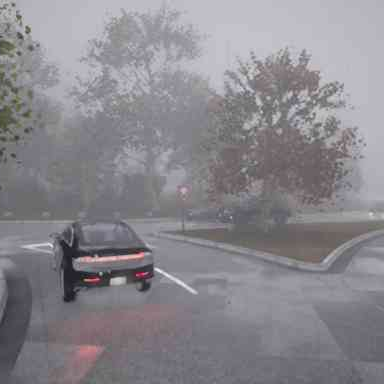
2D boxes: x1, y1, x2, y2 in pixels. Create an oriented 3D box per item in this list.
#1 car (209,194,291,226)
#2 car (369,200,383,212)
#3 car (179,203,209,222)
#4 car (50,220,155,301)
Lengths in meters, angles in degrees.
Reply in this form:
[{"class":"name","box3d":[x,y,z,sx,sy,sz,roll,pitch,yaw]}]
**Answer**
[{"class":"car","box3d":[4.321,1.196,23.156,5.566,2.045,2.150,0,0,-27]},{"class":"car","box3d":[23.100,1.733,40.802,1.837,1.490,4.892,1,0,38]},{"class":"car","box3d":[1.751,1.501,25.422,5.357,1.411,2.033,1,0,-28]},{"class":"car","box3d":[-2.429,1.456,8.440,2.128,1.511,4.902,0,0,-26]}]
